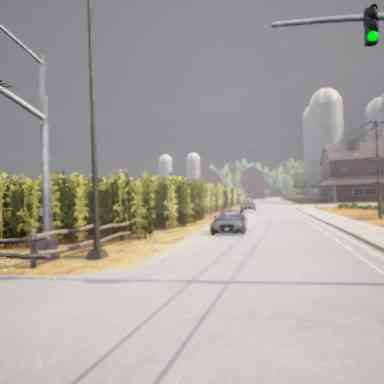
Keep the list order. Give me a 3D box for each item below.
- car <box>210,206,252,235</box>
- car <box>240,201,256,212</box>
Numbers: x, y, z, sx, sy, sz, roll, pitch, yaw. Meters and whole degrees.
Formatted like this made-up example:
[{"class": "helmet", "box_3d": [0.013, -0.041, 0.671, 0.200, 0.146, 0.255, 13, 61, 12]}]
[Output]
[{"class": "car", "box_3d": [2.290, 1.801, 19.976, 1.994, 1.385, 4.181, -2, 0, 12]}, {"class": "car", "box_3d": [7.323, 1.817, 43.284, 1.994, 1.385, 4.181, -2, -1, 12]}]
